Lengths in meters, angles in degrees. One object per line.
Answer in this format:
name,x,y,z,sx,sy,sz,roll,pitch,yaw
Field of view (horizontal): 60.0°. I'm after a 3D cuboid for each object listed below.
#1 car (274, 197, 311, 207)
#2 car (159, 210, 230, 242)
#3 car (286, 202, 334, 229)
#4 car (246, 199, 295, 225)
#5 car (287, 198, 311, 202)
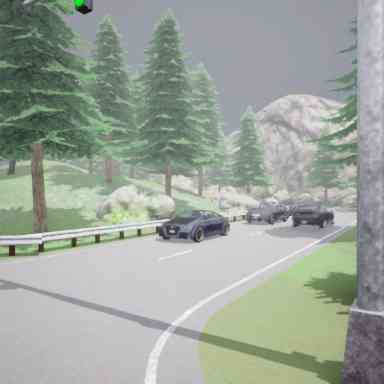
car,15.888,1.598,52.692,2.033,1.411,5.357,0,0,-44
car,0.210,1.583,16.558,1.994,1.385,4.181,0,0,33
car,8.060,1.598,21.921,1.837,1.490,4.892,0,-1,33
car,5.687,1.516,24.859,2.128,1.511,4.902,0,0,34
car,11.096,1.535,33.528,1.837,1.490,4.892,0,0,26
